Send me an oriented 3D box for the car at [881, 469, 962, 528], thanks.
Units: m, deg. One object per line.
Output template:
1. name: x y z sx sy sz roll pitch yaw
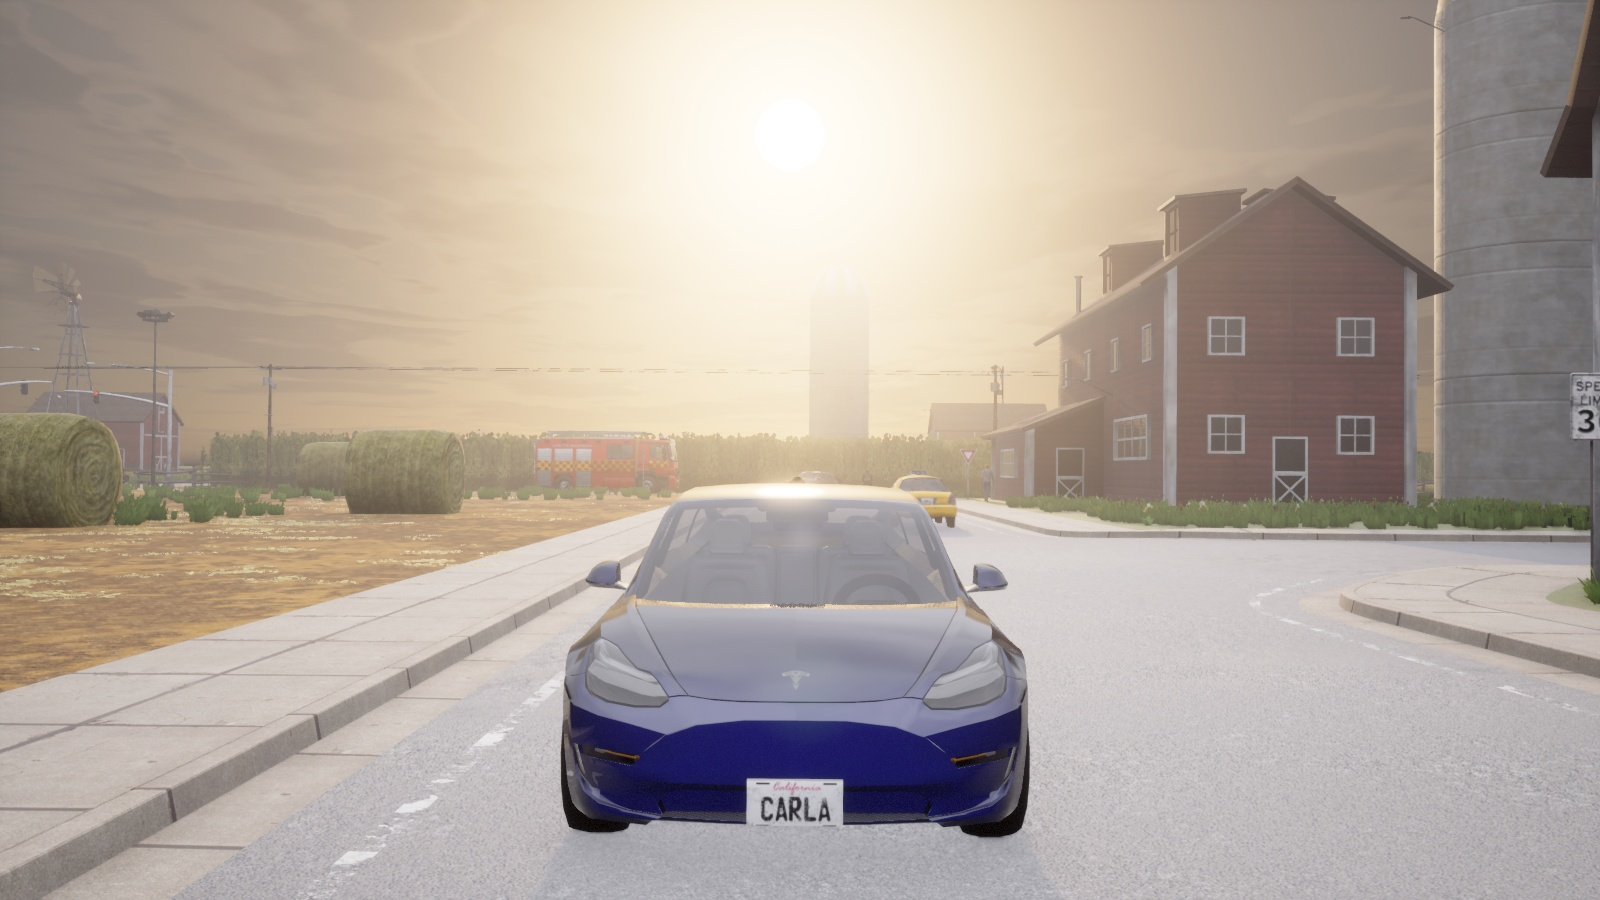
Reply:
1. car: 3.415 1.338 36.257 1.801 1.575 5.366 0 -1 0

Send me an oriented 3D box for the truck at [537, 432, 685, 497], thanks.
1. truck: -11.360 0.889 76.039 8.468 3.827 2.891 0 -1 1

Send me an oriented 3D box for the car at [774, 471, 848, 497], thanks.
1. car: 0.696 1.975 74.234 2.128 1.511 4.902 -1 -1 32

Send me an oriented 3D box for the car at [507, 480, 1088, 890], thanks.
1. car: -0.012 0.931 7.078 2.163 1.488 4.792 0 -1 0

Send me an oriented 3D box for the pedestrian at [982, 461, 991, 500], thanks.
1. pedestrian: 8.712 1.420 58.586 0.354 1.836 0.706 0 -1 2
